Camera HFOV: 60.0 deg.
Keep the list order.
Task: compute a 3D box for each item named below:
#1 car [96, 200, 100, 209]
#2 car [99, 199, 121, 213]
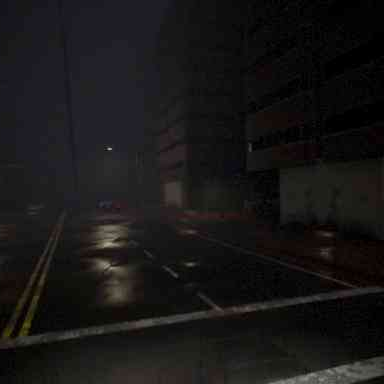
[{"bbox_3d":[-13.219,1.788,49.811,2.033,1.411,5.357,-1,0,-20],"label":"car"},{"bbox_3d":[-9.814,1.781,40.471,1.895,1.301,4.718,-1,0,-19],"label":"car"}]
